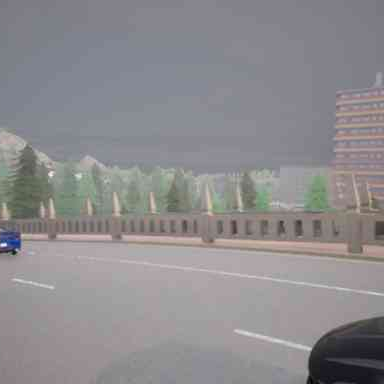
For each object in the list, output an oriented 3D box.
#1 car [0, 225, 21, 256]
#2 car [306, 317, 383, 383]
[{"bbox_3d":[-9.854,2.239,15.321,5.008,1.535,1.882,-5,-3,35],"label":"car"},{"bbox_3d":[3.182,1.470,1.721,5.008,1.535,1.882,0,0,36],"label":"car"}]
